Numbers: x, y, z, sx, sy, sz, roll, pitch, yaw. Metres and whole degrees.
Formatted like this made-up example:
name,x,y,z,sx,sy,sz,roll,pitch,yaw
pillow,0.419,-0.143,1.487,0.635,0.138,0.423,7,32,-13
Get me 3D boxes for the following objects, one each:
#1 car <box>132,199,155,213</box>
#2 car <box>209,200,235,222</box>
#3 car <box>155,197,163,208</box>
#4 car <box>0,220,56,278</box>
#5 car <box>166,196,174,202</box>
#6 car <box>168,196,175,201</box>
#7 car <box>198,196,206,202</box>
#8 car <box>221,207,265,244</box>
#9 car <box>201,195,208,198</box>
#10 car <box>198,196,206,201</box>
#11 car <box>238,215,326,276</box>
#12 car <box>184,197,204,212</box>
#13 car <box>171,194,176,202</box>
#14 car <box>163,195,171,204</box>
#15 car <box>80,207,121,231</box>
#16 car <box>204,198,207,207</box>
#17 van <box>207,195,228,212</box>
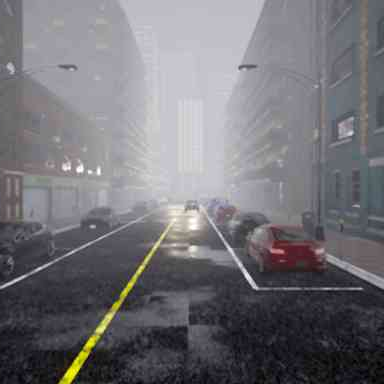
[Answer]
name,x,y,z,sx,sy,sz,roll,pitch,yaw
car,-5.699,1.631,37.822,1.887,1.381,4.507,0,0,0
car,2.683,1.604,26.762,1.887,1.381,4.507,0,0,0
car,-5.699,1.696,48.868,1.802,1.307,4.206,0,0,0
car,-5.697,1.587,10.204,1.947,1.339,4.313,0,0,0
car,-5.700,1.766,87.532,1.887,1.381,4.507,0,0,0
car,-5.701,1.783,93.056,1.887,1.381,4.507,0,0,0
car,2.680,1.773,87.519,2.008,1.369,4.403,-1,0,0
car,2.683,1.600,15.715,1.947,1.339,4.313,0,0,0
car,2.681,1.655,54.549,1.752,1.417,4.829,0,0,0
car,2.680,1.790,93.043,2.008,1.369,4.403,-1,0,0
car,2.684,1.604,10.192,1.802,1.307,4.206,0,0,0
car,-0.002,1.637,39.231,2.033,1.411,5.357,0,0,0
car,-5.700,1.772,82.008,1.947,1.339,4.313,0,0,0
car,-5.700,1.683,65.269,1.752,1.417,4.829,0,0,0
car,-5.698,1.612,21.251,1.947,1.339,4.313,0,0,0
car,2.683,1.652,37.809,1.947,1.339,4.313,0,0,0
van,2.681,1.414,32.286,1.690,1.788,3.998,0,0,0
